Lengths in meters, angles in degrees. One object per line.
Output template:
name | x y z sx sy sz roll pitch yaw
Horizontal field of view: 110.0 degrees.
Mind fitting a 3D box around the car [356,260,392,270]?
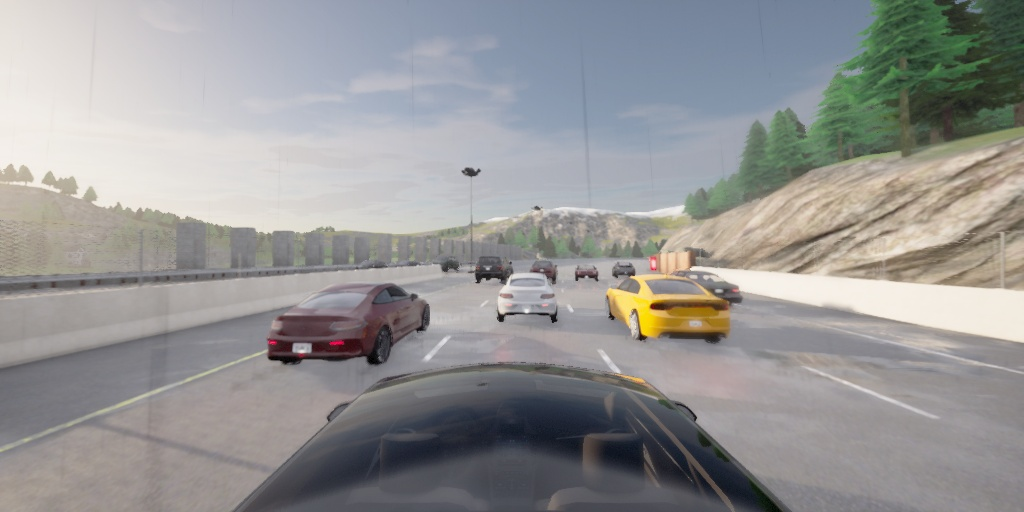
car | -18.745 1.242 47.838 2.128 1.511 4.902 0 0 14

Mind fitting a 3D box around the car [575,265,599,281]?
car | 6.394 1.397 30.991 1.895 1.301 4.718 0 0 10

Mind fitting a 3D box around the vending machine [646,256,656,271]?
vending machine | 20.456 1.049 51.980 1.100 2.100 0.880 0 0 19

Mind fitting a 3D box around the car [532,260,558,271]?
car | 2.662 1.137 29.769 2.097 1.767 4.553 0 0 9

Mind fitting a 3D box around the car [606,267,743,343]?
car | 3.913 1.246 9.863 1.882 1.535 5.008 0 0 3

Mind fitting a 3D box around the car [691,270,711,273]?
car | 7.796 1.331 15.608 2.033 1.411 5.357 0 0 5

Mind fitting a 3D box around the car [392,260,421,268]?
car | -14.636 1.309 49.982 2.033 1.411 5.357 0 0 15

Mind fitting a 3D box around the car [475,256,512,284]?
car | -1.283 0.995 27.554 2.150 2.045 5.566 0 0 9

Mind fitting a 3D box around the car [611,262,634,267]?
car | 10.627 1.302 34.282 2.128 1.511 4.902 0 0 11

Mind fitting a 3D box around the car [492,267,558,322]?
car | 0.557 1.288 12.347 1.812 1.442 4.674 0 0 4

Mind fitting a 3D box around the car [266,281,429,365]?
car | -3.204 1.274 7.901 1.812 1.442 4.674 0 0 2

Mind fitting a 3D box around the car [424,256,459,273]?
car | -8.555 0.997 45.407 2.150 2.045 5.566 0 0 14
